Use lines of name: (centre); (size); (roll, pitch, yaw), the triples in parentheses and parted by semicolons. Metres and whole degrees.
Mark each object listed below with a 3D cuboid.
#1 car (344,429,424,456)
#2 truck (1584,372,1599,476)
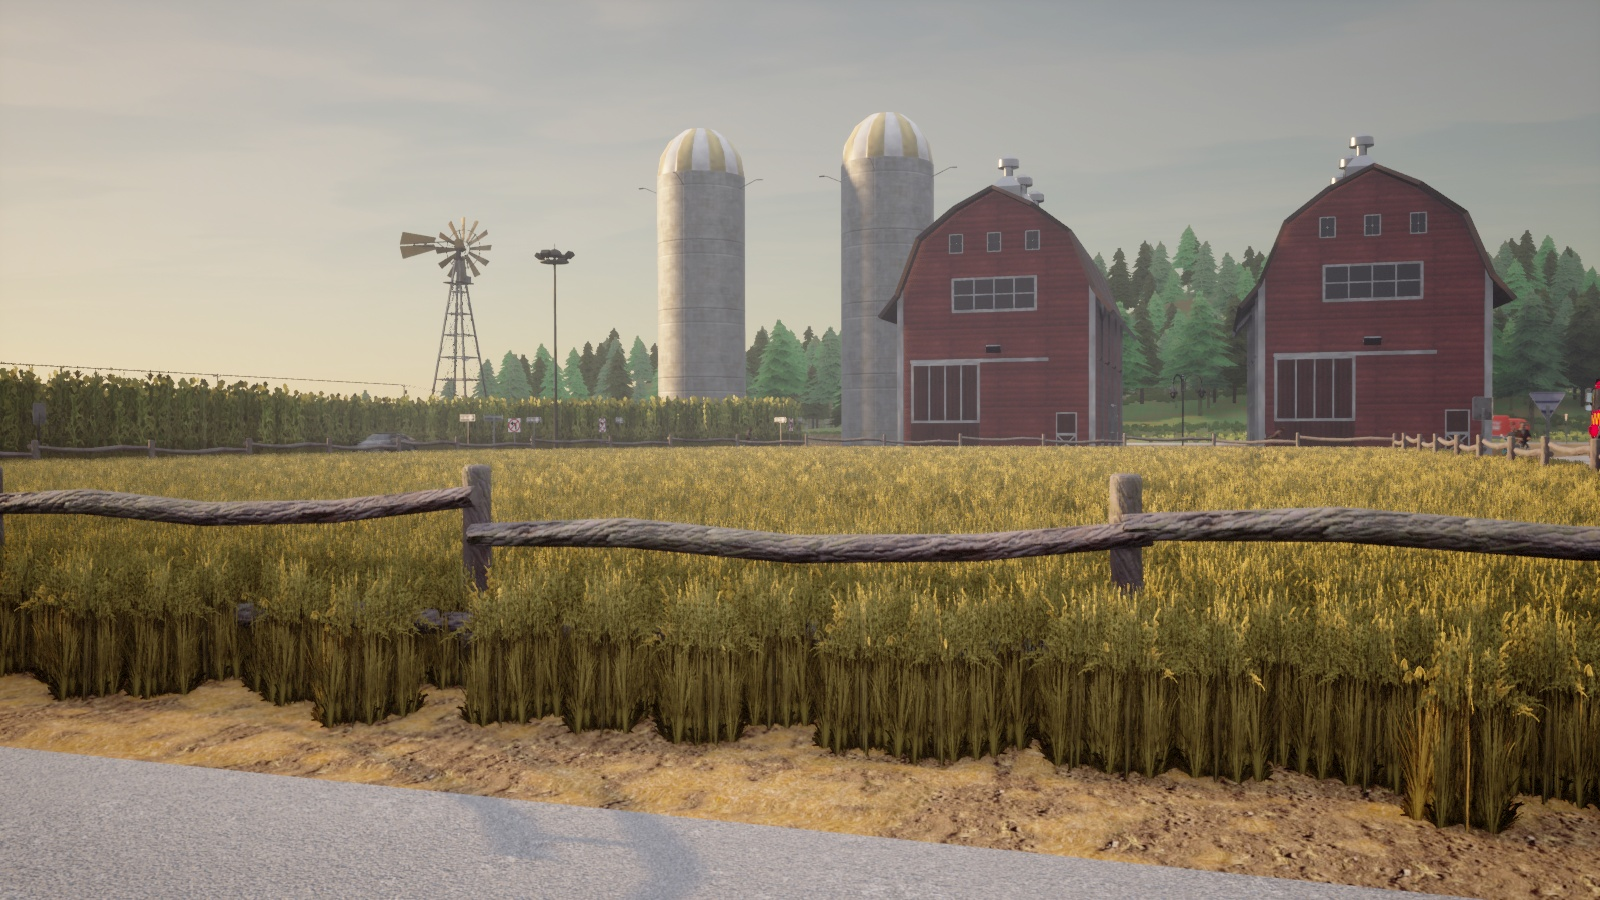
car: (-24.258, -0.483, 73.392); (2.128, 1.511, 4.902); (0, 1, 14)
truck: (30.183, -0.926, 43.766); (2.891, 3.827, 8.468); (1, 1, 19)
